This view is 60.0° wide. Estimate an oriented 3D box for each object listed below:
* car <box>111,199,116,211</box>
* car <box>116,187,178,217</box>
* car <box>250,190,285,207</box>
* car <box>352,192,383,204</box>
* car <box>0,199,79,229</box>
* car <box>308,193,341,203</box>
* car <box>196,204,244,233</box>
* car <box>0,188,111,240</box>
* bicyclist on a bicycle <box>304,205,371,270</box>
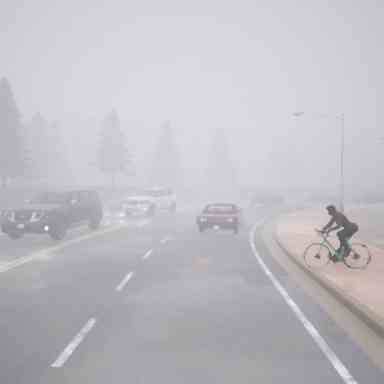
[{"bbox_3d":[-5.223,0.862,29.003,1.837,1.490,4.892,1,1,26],"label":"car"},{"bbox_3d":[-3.027,0.665,25.405,2.150,2.045,5.566,1,1,24],"label":"car"},{"bbox_3d":[8.302,0.617,36.328,2.097,1.767,4.553,1,2,42],"label":"car"},{"bbox_3d":[23.277,0.737,43.169,5.357,1.411,2.033,0,1,-24],"label":"car"},{"bbox_3d":[-8.732,1.150,19.181,1.895,1.301,4.718,1,1,14],"label":"car"},{"bbox_3d":[17.631,0.747,43.972,4.718,1.301,1.895,0,1,-31],"label":"car"},{"bbox_3d":[1.605,1.242,17.122,1.895,1.301,4.718,1,1,13],"label":"car"},{"bbox_3d":[-5.983,0.868,15.175,2.150,2.045,5.566,0,1,9],"label":"car"},{"bbox_3d":[3.595,1.140,8.227,1.656,1.620,0.582,0,1,2],"label":"bicyclist on a bicycle"}]
